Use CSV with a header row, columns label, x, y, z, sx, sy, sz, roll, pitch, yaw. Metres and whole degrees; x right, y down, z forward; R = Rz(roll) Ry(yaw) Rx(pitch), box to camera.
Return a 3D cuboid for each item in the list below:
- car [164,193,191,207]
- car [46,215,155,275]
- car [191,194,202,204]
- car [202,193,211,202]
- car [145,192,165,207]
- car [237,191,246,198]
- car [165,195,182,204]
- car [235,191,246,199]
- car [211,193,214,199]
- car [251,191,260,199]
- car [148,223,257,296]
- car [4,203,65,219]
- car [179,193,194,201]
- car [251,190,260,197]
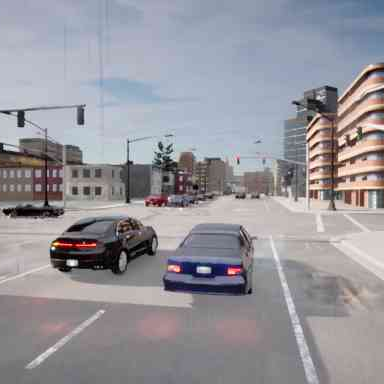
label,x,y,z,sx,sy,sz,roll,pitch,yaw
car,-1.944,1.222,47.389,2.097,1.767,4.553,0,1,11
car,-2.509,1.505,10.604,1.837,1.490,4.892,0,0,11
car,-0.184,1.234,56.299,2.128,1.511,4.902,0,1,11
car,1.770,1.118,65.949,2.033,1.411,5.357,0,1,12
car,-5.152,1.079,49.265,2.150,2.045,5.566,0,1,11
car,12.995,0.551,86.621,2.097,1.767,4.553,0,1,11
car,-3.249,1.237,58.822,1.812,1.442,4.674,0,1,12
car,11.099,0.900,76.969,1.994,1.385,4.181,0,1,11
car,3.813,0.861,76.189,1.882,1.535,5.008,0,1,11
car,14.347,0.879,75.342,2.128,1.511,4.902,0,1,11
car,0.708,1.547,8.860,2.033,1.411,5.357,0,0,11
car,-13.575,1.600,28.849,4.718,1.301,1.895,0,0,6
car,-1.127,1.072,69.196,2.033,1.411,5.357,0,1,11
car,16.351,0.463,85.546,2.097,1.767,4.553,0,1,11
